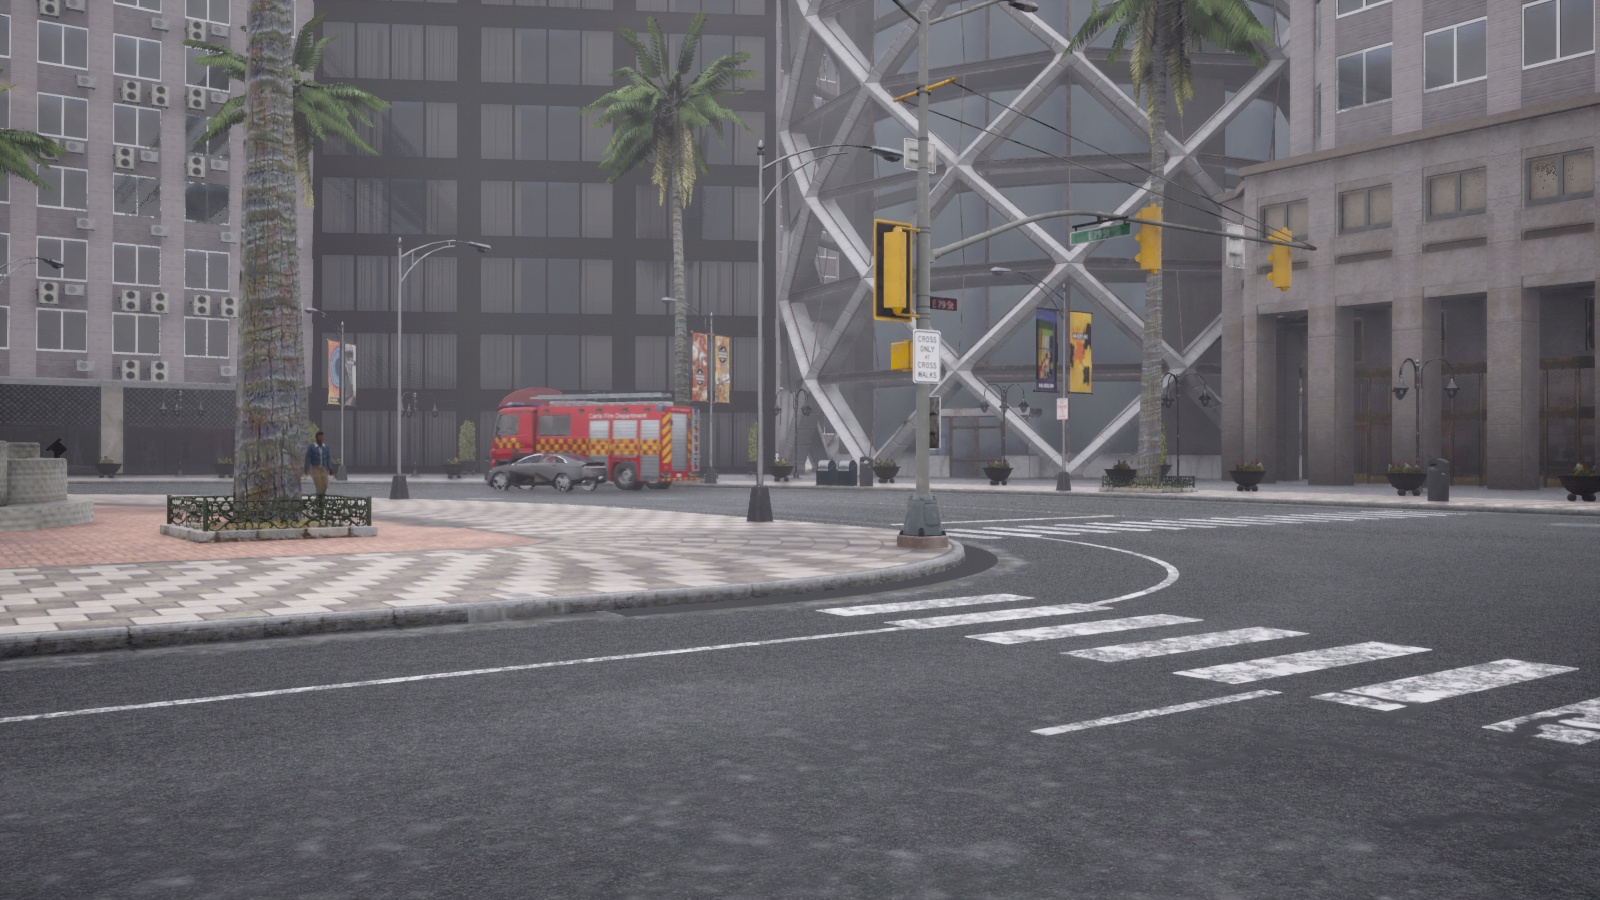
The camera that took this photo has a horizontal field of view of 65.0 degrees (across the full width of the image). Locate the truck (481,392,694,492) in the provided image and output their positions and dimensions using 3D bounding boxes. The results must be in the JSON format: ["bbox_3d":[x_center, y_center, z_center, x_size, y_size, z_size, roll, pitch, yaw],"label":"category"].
[{"bbox_3d":[-8.715,-0.276,51.238,8.468,3.827,2.891,0,0,25],"label":"truck"}]

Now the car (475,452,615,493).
[{"bbox_3d":[-9.718,0.839,47.832,4.902,1.511,2.128,0,0,24],"label":"car"}]

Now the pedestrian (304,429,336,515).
[{"bbox_3d":[-11.107,0.496,29.037,0.423,1.949,0.788,0,0,-43],"label":"pedestrian"}]
